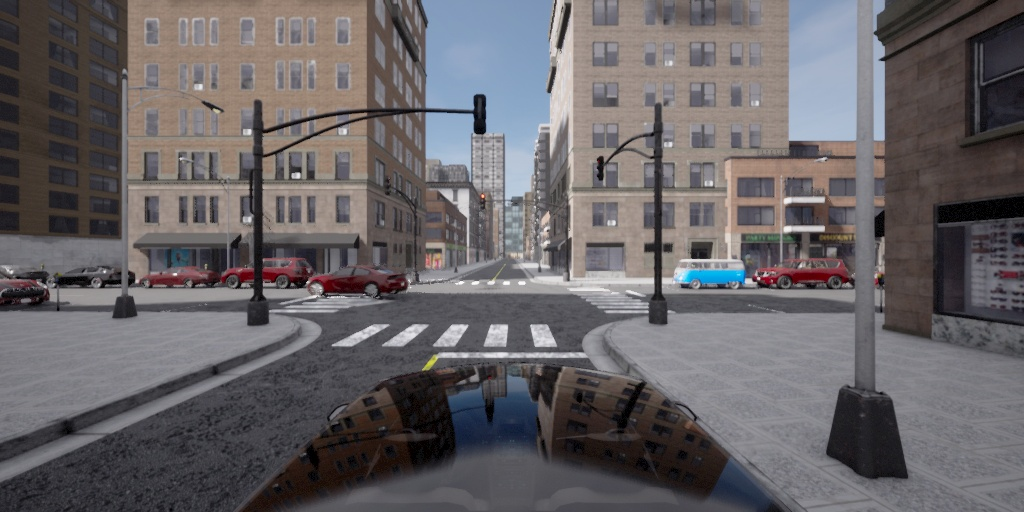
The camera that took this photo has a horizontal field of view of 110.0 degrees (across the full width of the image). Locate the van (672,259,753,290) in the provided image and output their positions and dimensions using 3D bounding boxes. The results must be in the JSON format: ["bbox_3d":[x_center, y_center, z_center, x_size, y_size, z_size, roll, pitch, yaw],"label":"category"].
[{"bbox_3d":[12.034,1.094,21.983,3.998,1.789,1.690,0,0,0],"label":"van"}]

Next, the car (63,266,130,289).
[{"bbox_3d":[-25.960,1.285,22.197,4.313,1.339,1.948,0,0,0],"label":"car"}]

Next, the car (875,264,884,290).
[{"bbox_3d":[23.226,1.202,21.920,4.097,1.591,1.967,0,0,0],"label":"car"}]

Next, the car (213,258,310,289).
[{"bbox_3d":[-14.913,1.044,22.135,5.009,1.841,2.192,0,0,0],"label":"car"}]

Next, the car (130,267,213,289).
[{"bbox_3d":[-20.436,1.306,22.166,4.207,1.307,1.802,0,0,0],"label":"car"}]

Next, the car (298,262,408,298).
[{"bbox_3d":[-7.723,1.217,17.968,5.008,1.535,1.882,0,-1,13],"label":"car"}]

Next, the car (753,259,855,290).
[{"bbox_3d":[17.630,1.072,21.952,5.009,1.841,2.192,0,0,0],"label":"car"}]

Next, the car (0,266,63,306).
[{"bbox_3d":[-20.459,1.171,13.640,4.097,1.591,1.967,0,0,0],"label":"car"}]
